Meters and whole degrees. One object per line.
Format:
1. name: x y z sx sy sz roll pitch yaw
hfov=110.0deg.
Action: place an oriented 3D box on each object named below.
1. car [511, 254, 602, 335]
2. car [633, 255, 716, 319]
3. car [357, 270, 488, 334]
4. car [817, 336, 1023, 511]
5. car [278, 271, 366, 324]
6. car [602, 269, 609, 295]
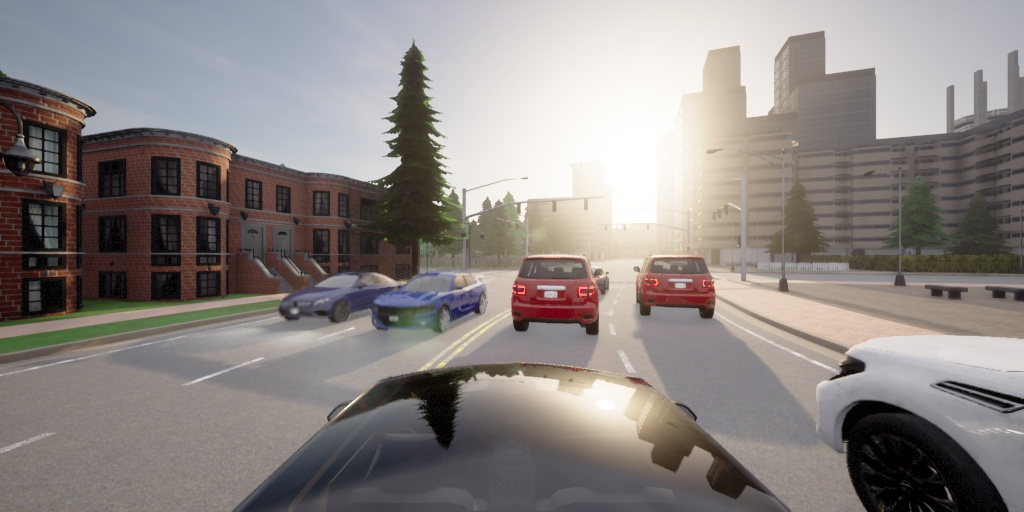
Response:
1. car: 1.493 0.971 10.806 2.150 2.045 5.566 0 0 13
2. car: 5.771 0.971 13.179 2.150 2.045 5.566 0 0 17
3. car: -2.239 1.227 11.005 1.882 1.535 5.008 0 0 14
4. car: 3.671 0.972 0.648 2.150 2.045 5.566 0 0 0
5. car: -5.525 1.275 12.286 1.812 1.442 4.674 0 0 14
6. car: 4.361 1.276 20.000 1.812 1.442 4.674 0 0 19
